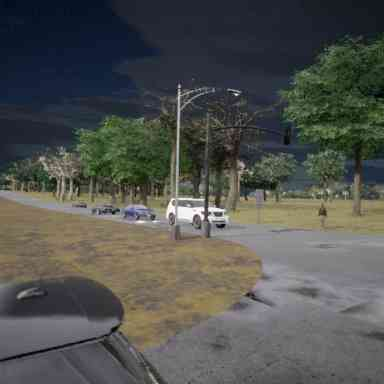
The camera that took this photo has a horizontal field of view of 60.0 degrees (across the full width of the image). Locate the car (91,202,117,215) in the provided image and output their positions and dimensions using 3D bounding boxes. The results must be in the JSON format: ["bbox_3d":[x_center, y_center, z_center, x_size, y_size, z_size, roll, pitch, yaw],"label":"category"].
[{"bbox_3d":[-10.780,2.011,40.254,1.994,1.385,4.181,3,-2,-34],"label":"car"}]

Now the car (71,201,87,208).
[{"bbox_3d":[-21.372,2.307,62.784,1.994,1.385,4.181,3,-2,-34],"label":"car"}]

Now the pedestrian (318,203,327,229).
[{"bbox_3d":[9.312,1.715,23.832,0.375,1.860,0.375,1,-1,-34],"label":"pedestrian"}]

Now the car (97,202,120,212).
[{"bbox_3d":[-12.358,2.207,49.268,1.994,1.385,4.181,3,-2,-34],"label":"car"}]

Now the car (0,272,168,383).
[{"bbox_3d":[-2.111,1.351,1.218,4.553,1.767,2.097,0,0,-30],"label":"car"}]

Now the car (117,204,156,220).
[{"bbox_3d":[-5.208,1.881,31.922,1.812,1.442,4.674,3,-2,-34],"label":"car"}]

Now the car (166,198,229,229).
[{"bbox_3d":[0.232,1.457,23.755,2.150,2.045,5.566,3,-2,-34],"label":"car"}]
